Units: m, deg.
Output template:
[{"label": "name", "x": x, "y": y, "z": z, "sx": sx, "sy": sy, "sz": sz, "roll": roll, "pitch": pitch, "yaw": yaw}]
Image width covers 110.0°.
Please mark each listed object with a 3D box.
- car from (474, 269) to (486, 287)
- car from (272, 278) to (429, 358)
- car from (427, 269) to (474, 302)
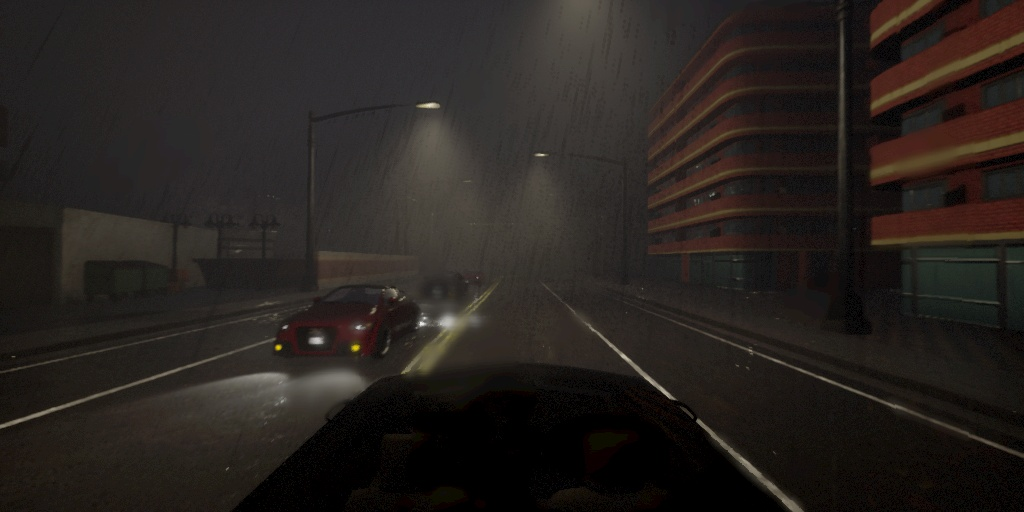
[{"label": "car", "x": -3.213, "y": 1.696, "z": 28.645, "sx": 1.895, "sy": 1.301, "sz": 4.718, "roll": 0, "pitch": -1, "yaw": 1}, {"label": "car", "x": -3.539, "y": 1.383, "z": 8.515, "sx": 1.994, "sy": 1.385, "sz": 4.181, "roll": 0, "pitch": -1, "yaw": 0}, {"label": "car", "x": -3.379, "y": 1.518, "z": 18.379, "sx": 1.994, "sy": 1.385, "sz": 4.181, "roll": 0, "pitch": -1, "yaw": 2}]
